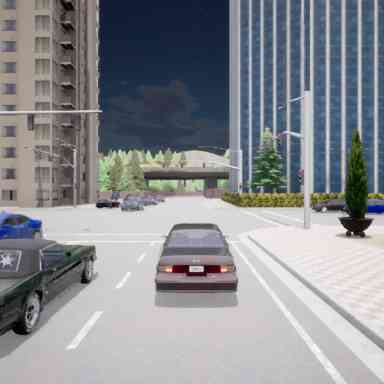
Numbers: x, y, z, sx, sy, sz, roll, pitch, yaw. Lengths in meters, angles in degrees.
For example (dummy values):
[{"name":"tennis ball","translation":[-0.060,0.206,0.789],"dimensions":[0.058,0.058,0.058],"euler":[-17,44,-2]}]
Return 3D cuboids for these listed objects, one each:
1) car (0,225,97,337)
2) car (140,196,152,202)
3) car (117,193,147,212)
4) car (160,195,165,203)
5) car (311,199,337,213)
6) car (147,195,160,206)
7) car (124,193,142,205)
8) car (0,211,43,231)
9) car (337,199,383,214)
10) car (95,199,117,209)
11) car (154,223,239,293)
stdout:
[{"name":"car","translation":[-3.425,1.601,6.659],"dimensions":[1.895,1.301,4.718],"euler":[0,0,1]},{"name":"car","translation":[-10.349,1.531,74.788],"dimensions":[2.033,1.411,5.357],"euler":[0,0,0]},{"name":"car","translation":[-7.020,1.351,39.312],"dimensions":[2.097,1.767,4.553],"euler":[0,0,0]},{"name":"car","translation":[-6.859,1.355,69.881],"dimensions":[2.097,1.767,4.553],"euler":[0,0,0]},{"name":"car","translation":[15.665,1.505,36.560],"dimensions":[4.892,1.490,1.837],"euler":[0,0,0]},{"name":"car","translation":[-6.977,1.353,55.102],"dimensions":[2.097,1.767,4.553],"euler":[0,0,0]},{"name":"car","translation":[-10.457,1.219,59.195],"dimensions":[2.150,2.045,5.566],"euler":[0,0,0]},{"name":"car","translation":[-7.076,1.477,11.717],"dimensions":[1.882,1.535,5.008],"euler":[0,0,0]},{"name":"car","translation":[17.616,1.477,33.076],"dimensions":[5.008,1.535,1.882],"euler":[0,0,0]},{"name":"car","translation":[-11.133,1.600,44.408],"dimensions":[1.895,1.301,4.718],"euler":[0,0,9]},{"name":"car","translation":[0.093,1.547,8.998],"dimensions":[2.033,1.411,5.357],"euler":[0,0,0]}]
